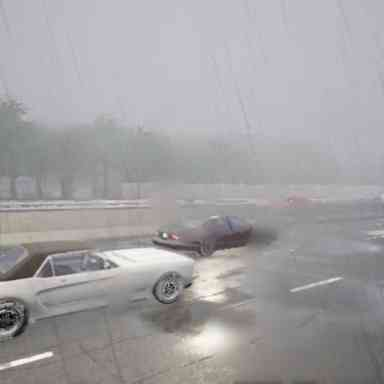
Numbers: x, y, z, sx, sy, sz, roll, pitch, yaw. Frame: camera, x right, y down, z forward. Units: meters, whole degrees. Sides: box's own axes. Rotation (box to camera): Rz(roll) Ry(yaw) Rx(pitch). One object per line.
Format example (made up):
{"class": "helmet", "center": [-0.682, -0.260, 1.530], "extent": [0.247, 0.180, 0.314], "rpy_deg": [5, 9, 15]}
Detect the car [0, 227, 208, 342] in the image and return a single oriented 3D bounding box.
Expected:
{"class": "car", "center": [-2.194, 1.608, 6.479], "extent": [4.718, 1.301, 1.895], "rpy_deg": [0, 0, -35]}

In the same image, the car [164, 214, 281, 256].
{"class": "car", "center": [1.107, 1.582, 13.123], "extent": [5.357, 1.411, 2.033], "rpy_deg": [0, 0, -35]}

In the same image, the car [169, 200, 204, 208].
{"class": "car", "center": [-0.652, 1.650, 37.851], "extent": [4.181, 1.385, 1.994], "rpy_deg": [0, 0, -35]}

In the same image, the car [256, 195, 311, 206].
{"class": "car", "center": [9.160, 1.327, 31.926], "extent": [5.566, 2.045, 2.150], "rpy_deg": [0, 0, -35]}

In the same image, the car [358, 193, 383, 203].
{"class": "car", "center": [32.851, 1.250, 61.214], "extent": [5.566, 2.045, 2.150], "rpy_deg": [-1, 1, -35]}
